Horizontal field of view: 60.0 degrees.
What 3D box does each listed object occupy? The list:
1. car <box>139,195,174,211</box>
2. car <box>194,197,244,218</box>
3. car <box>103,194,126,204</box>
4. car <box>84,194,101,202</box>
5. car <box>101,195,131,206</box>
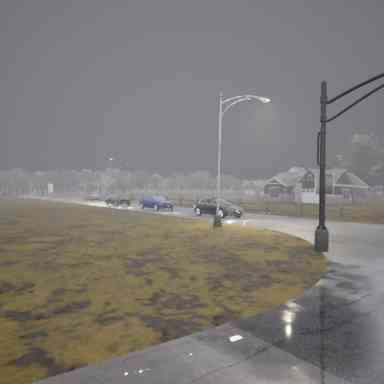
[{"bbox_3d":[-3.754,1.084,34.600,1.882,1.535,5.008,2,0,-36],"label":"car"},{"bbox_3d":[2.039,1.227,26.452,1.837,1.490,4.892,2,0,-35],"label":"car"},{"bbox_3d":[-12.404,1.088,52.977,1.994,1.385,4.181,2,-1,-35],"label":"car"},{"bbox_3d":[-18.200,1.008,61.130,2.033,1.411,5.357,2,-1,-35],"label":"car"},{"bbox_3d":[-9.541,1.108,42.755,1.895,1.301,4.718,2,-1,-35],"label":"car"}]
